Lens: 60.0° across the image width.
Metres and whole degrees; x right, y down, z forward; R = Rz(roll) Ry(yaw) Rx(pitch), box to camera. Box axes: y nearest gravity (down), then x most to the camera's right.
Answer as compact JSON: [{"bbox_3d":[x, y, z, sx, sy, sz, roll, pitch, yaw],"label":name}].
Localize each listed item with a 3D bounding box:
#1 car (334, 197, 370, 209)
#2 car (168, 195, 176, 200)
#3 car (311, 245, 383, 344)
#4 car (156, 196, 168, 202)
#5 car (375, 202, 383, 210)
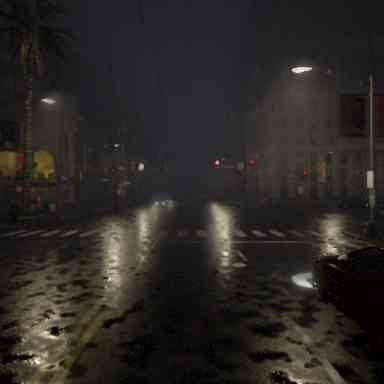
[{"bbox_3d":[21.674,1.496,44.619,4.892,1.490,1.837,0,0,0],"label":"car"},{"bbox_3d":[-5.692,1.506,90.706,2.128,1.511,4.902,0,0,13],"label":"car"},{"bbox_3d":[3.563,1.563,5.574,1.994,1.385,4.181,0,0,0],"label":"car"},{"bbox_3d":[-6.996,1.580,74.753,1.895,1.301,4.718,0,0,0],"label":"car"},{"bbox_3d":[25.321,1.496,41.139,4.892,1.490,1.837,0,0,0],"label":"car"}]
